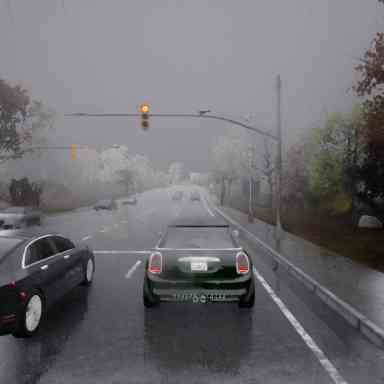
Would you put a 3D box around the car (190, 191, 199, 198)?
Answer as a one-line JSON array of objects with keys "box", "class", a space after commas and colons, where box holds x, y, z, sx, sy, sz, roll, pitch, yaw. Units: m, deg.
[{"box": [0.605, 0.516, 75.115, 2.033, 1.411, 5.357, 0, 3, 1], "class": "car"}]

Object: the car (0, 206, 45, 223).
[{"box": [-10.477, 1.564, 19.911, 1.994, 1.385, 4.181, 0, 0, 0], "class": "car"}]

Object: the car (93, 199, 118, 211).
[{"box": [-10.303, 1.548, 40.045, 2.033, 1.411, 5.357, 0, 0, 0], "class": "car"}]

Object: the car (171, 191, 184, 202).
[{"box": [-2.988, 1.070, 64.572, 2.033, 1.411, 5.357, 0, 3, 1], "class": "car"}]

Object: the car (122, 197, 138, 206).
[{"box": [-10.159, 1.497, 54.525, 1.994, 1.385, 4.181, 0, 1, 1], "class": "car"}]

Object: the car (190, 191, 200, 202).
[{"box": [0.613, 1.053, 64.858, 2.033, 1.411, 5.357, 0, 3, 1], "class": "car"}]

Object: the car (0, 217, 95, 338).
[{"box": [-3.378, 1.505, 6.591, 1.837, 1.490, 4.892, 0, 0, 0], "class": "car"}]

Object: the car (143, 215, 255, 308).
[{"box": [0.142, 1.352, 8.092, 2.097, 1.767, 4.553, 0, 0, 0], "class": "car"}]
